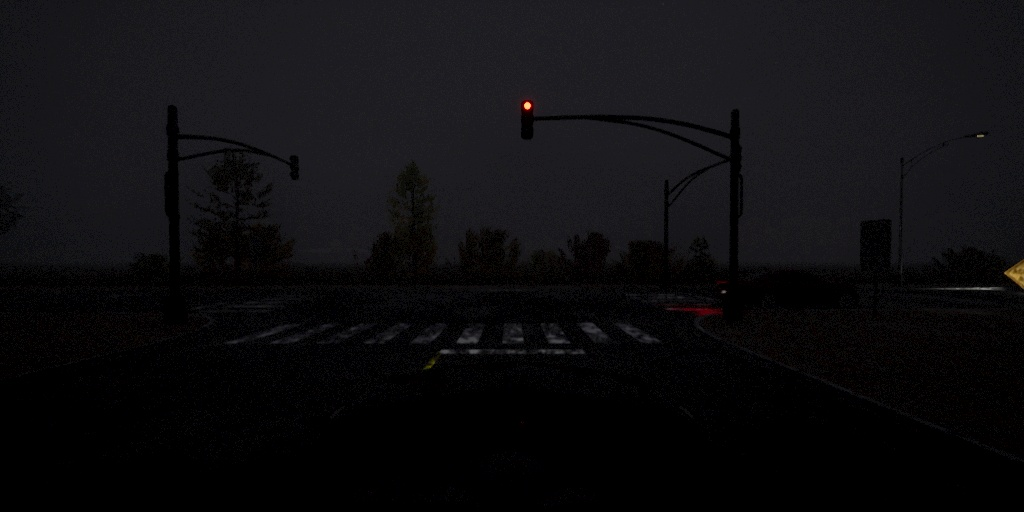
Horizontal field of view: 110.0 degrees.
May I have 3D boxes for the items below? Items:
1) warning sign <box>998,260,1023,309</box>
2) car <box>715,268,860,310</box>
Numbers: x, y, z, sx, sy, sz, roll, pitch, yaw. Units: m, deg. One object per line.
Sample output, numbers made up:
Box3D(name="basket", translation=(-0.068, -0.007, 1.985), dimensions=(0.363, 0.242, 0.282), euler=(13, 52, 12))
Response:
Box3D(name="warning sign", translation=(17.013, 0.872, 11.720), dimensions=(1.060, 1.860, 1.300), euler=(0, 0, -1))
Box3D(name="car", translation=(10.525, 1.210, 13.828), dimensions=(5.008, 1.535, 1.882), euler=(0, 1, -5))
